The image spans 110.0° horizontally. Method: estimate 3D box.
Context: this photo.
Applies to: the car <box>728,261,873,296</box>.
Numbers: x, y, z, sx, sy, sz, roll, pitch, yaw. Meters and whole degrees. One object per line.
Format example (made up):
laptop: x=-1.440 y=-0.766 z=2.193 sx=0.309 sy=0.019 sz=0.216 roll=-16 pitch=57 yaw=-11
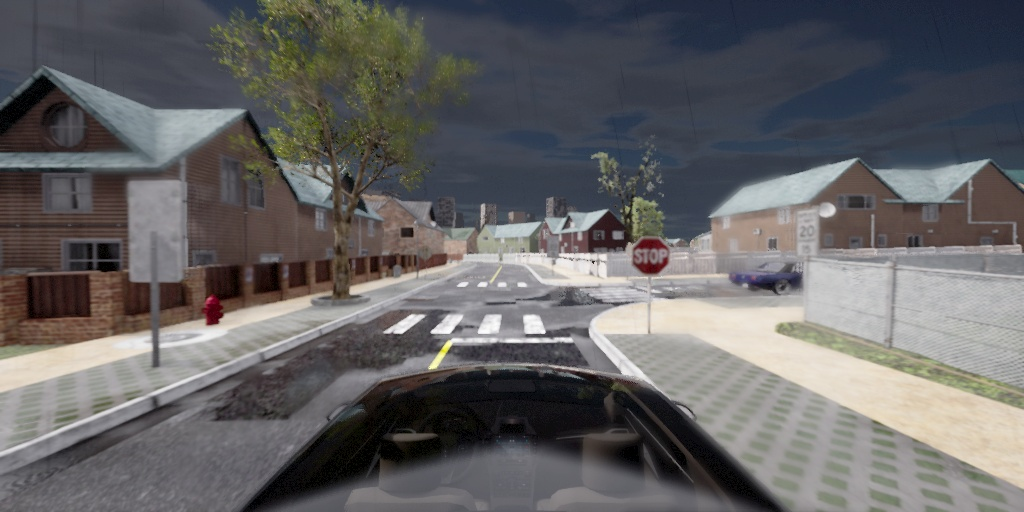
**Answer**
car: x=11.701 y=0.860 z=14.665 sx=4.718 sy=1.301 sz=1.895 roll=-1 pitch=1 yaw=-2
